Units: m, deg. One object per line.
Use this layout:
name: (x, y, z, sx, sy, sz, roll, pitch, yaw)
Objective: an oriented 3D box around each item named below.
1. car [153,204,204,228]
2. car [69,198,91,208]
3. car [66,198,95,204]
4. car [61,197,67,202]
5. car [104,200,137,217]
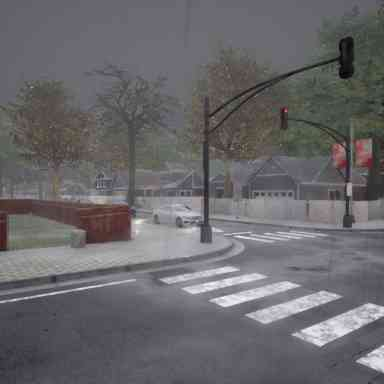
car: (-1.022, 1.547, 22.634, 1.812, 1.442, 4.674, 0, 0, -36)
car: (-16.733, 1.654, 49.588, 1.994, 1.385, 4.181, 0, 0, -35)
car: (-12.849, 1.530, 39.182, 1.882, 1.535, 5.008, 0, 0, -35)
car: (-22.394, 1.601, 57.395, 2.128, 1.511, 4.902, 0, 0, -36)
car: (-6.861, 1.513, 30.802, 1.882, 1.535, 5.008, 0, 0, -36)
